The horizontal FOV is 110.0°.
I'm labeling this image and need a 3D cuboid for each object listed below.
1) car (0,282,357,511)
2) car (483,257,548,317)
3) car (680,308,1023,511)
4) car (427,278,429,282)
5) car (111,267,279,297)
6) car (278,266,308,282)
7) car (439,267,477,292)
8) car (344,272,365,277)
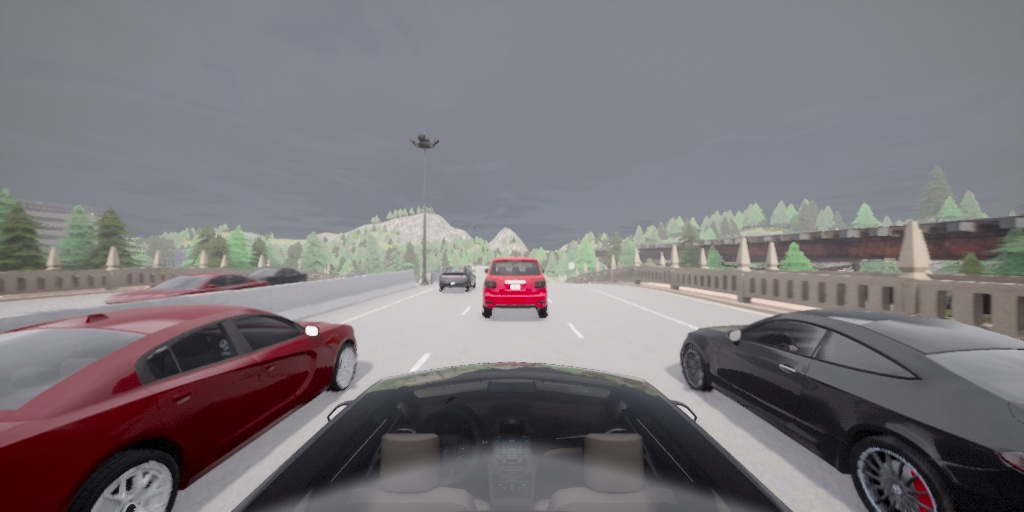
[{"bbox_3d":[-3.400,1.243,3.759,1.882,1.535,5.008,0,0,0],"label":"car"},{"bbox_3d":[0.105,1.065,13.767,2.150,2.045,5.566,0,0,0],"label":"car"},{"bbox_3d":[3.601,1.291,3.829,1.812,1.442,4.674,0,0,0],"label":"car"},{"bbox_3d":[-14.010,4.549,61.519,2.097,1.767,4.553,0,-6,1],"label":"car"},{"bbox_3d":[-10.595,1.308,12.192,1.882,1.535,5.008,0,0,0],"label":"car"},{"bbox_3d":[-14.091,1.385,21.057,1.882,1.535,5.008,0,-1,0],"label":"car"},{"bbox_3d":[-3.392,1.433,22.976,2.128,1.511,4.902,0,-1,0],"label":"car"},{"bbox_3d":[-17.568,2.512,40.967,1.994,1.385,4.181,0,-5,0],"label":"car"}]
